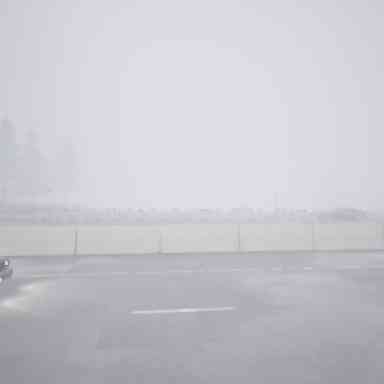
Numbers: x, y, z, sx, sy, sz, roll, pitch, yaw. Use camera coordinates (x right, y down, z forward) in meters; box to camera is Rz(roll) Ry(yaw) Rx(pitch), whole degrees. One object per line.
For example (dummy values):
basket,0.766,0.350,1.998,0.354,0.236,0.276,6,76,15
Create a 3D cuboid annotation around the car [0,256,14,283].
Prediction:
car,-7.112,1.679,7.438,5.357,1.411,2.033,0,-1,-7
